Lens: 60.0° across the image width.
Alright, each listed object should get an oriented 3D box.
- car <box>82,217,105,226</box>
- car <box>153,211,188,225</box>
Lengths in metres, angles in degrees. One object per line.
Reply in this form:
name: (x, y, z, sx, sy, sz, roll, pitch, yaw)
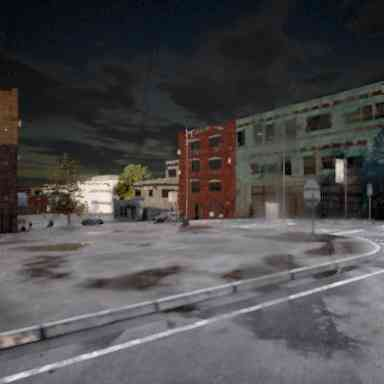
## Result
car: (-15.257, 4.567, 51.222, 2.033, 1.411, 5.357, 0, -5, -37)
car: (-2.175, 2.605, 33.360, 1.994, 1.385, 4.181, 0, -5, -36)
